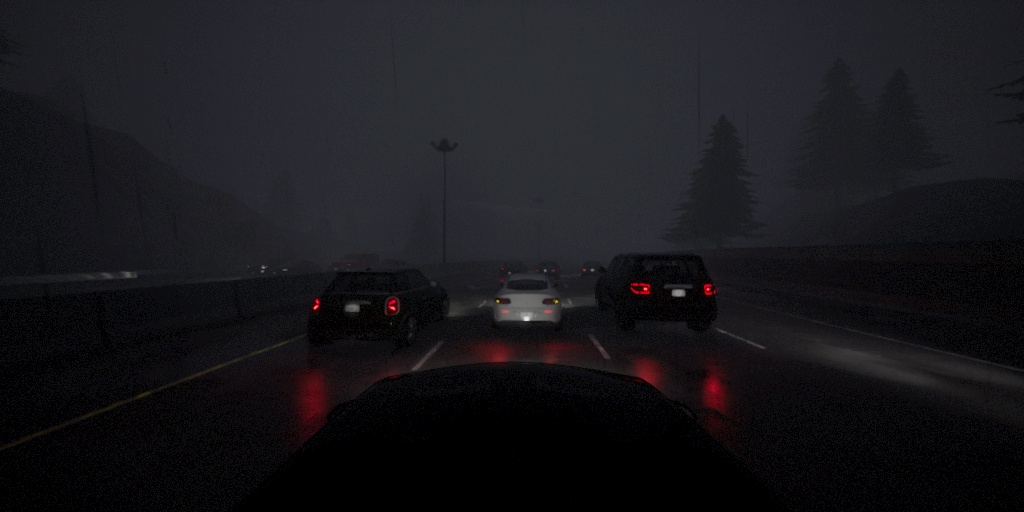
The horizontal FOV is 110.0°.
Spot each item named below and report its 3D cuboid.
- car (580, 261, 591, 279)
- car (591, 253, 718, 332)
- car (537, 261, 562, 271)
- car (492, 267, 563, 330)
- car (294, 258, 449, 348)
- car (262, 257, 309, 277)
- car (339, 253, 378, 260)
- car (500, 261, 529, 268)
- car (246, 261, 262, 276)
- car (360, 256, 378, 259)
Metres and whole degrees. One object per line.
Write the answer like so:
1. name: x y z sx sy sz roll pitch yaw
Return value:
1. car: 6.753 1.129 30.143 2.033 1.411 5.357 0 0 12
2. car: 3.993 0.920 10.863 2.150 2.045 5.566 0 0 4
3. car: 3.025 1.127 29.430 2.033 1.411 5.357 0 0 12
4. car: 0.495 1.219 10.796 1.812 1.442 4.674 0 0 4
5. car: -3.079 1.049 9.278 2.097 1.767 4.553 0 0 3
6. car: -18.283 1.064 30.549 1.812 1.442 4.674 0 0 11
7. car: -14.266 0.756 32.886 2.150 2.045 5.566 0 0 12
8. car: 0.304 1.152 33.273 1.895 1.301 4.718 0 0 13
9. car: -21.461 0.872 32.521 2.097 1.767 4.553 0 0 11
10. car: -10.882 1.034 31.948 2.128 1.511 4.902 0 0 11
